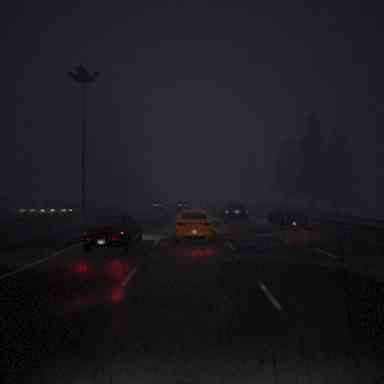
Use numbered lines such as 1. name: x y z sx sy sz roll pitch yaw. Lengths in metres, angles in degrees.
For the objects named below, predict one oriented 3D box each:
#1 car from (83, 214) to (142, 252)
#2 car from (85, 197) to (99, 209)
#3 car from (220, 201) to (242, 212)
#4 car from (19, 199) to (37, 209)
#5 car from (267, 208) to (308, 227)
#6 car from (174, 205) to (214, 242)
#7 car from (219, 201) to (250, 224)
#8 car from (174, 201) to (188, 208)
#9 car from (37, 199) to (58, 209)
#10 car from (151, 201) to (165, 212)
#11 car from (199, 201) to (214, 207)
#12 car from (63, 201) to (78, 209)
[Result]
1. car: -3.400 1.704 14.749 1.812 1.442 4.674 0 -1 0
2. car: -17.529 1.918 58.042 2.150 2.045 5.566 0 -1 -12
3. car: 5.591 2.075 48.403 2.128 1.511 4.902 0 -1 -8
4. car: -28.185 2.042 57.500 2.097 1.767 4.553 0 -1 -13
5. car: 7.097 1.906 25.295 1.895 1.301 4.718 0 -1 0
6. car: 0.104 1.692 17.770 1.882 1.535 5.008 0 0 0
7. car: 3.540 1.696 28.578 2.097 1.767 4.553 0 -1 -1
8. car: -1.519 2.080 48.911 2.128 1.511 4.902 0 -1 -8
9. car: -24.521 2.038 57.176 2.097 1.767 4.553 0 -1 -12
10. car: -5.042 2.078 48.738 2.128 1.511 4.902 0 -1 -8
11. car: 2.043 2.109 48.493 1.812 1.442 4.674 0 -1 -8
12. car: -20.966 2.237 57.442 2.033 1.411 5.357 0 -1 -12
